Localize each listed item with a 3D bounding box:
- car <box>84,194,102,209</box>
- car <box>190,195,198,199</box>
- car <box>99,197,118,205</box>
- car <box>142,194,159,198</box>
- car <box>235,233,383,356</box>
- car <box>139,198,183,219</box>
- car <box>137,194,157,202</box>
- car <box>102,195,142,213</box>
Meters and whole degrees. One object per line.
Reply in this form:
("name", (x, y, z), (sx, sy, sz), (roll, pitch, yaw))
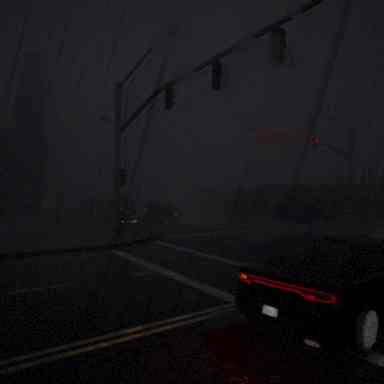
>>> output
("car", (-14.143, 1.385, 48.573), (2.150, 2.045, 5.566), (1, 0, -32))
("car", (1.203, 1.531, 65.229), (3.866, 1.878, 1.905), (1, 0, -34))
("car", (-16.534, 1.789, 65.437), (2.033, 1.411, 5.357), (1, 0, -33))
("car", (-9.823, 1.539, 81.463), (3.866, 1.878, 1.905), (1, 0, -34))
("car", (2.962, 1.535, 6.299), (5.008, 1.535, 1.882), (1, 0, -41))
("car", (-2.678, 1.642, 30.599), (2.128, 1.511, 4.902), (1, 0, -33))
("car", (-11.399, 1.538, 83.890), (4.605, 1.855, 1.932), (1, 0, -34))
("car", (-8.414, 1.379, 39.576), (2.150, 2.045, 5.566), (1, 0, -33))
